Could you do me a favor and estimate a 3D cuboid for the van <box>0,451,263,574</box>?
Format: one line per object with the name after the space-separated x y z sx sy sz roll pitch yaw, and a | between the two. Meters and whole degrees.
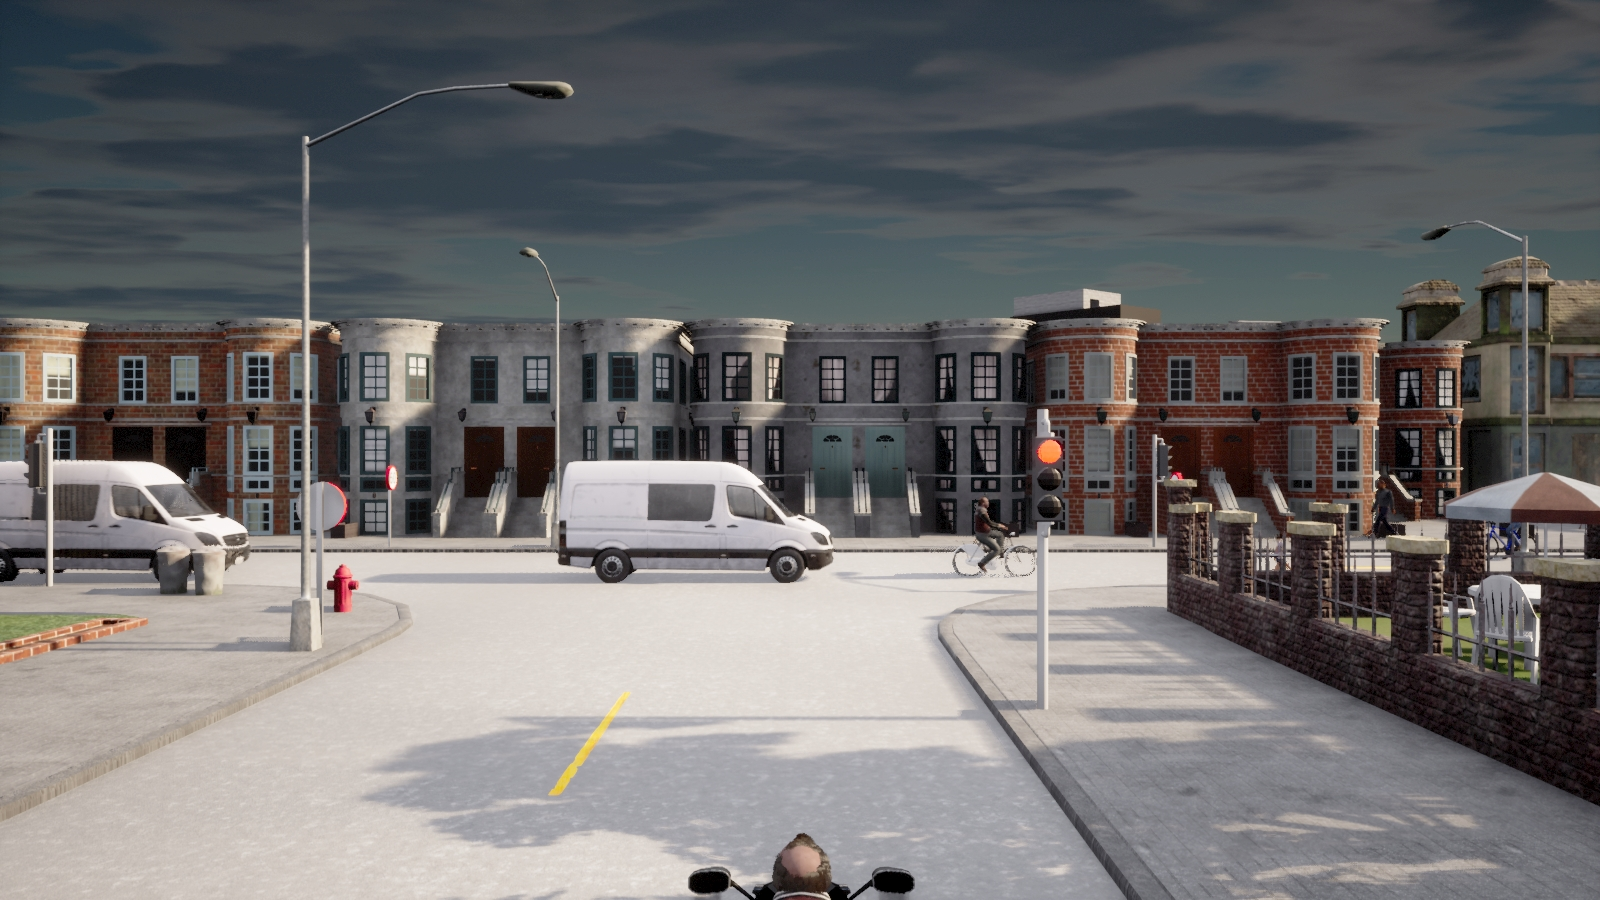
-15.118 1.304 24.902 5.915 2.561 1.988 0 0 1 | van

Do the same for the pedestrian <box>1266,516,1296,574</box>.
9.619 1.887 22.853 0.500 1.100 0.500 0 0 17 | pedestrian

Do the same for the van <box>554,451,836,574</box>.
-2.198 1.305 24.917 5.915 2.561 1.988 0 0 0 | van

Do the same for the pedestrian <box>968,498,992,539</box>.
4.978 1.892 31.598 0.500 1.100 0.500 0 0 33 | pedestrian

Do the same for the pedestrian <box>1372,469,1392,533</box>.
17.257 1.512 33.879 0.375 1.860 0.375 0 0 -3 | pedestrian
